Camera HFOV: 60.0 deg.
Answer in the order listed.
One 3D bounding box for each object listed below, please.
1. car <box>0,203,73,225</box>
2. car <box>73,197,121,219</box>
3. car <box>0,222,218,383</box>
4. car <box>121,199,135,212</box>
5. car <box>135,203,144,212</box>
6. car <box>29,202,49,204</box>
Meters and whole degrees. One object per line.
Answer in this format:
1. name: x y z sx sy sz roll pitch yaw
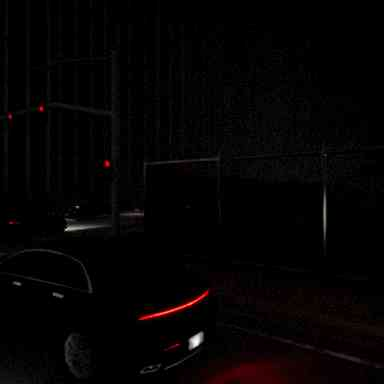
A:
1. car: -8.113 1.496 16.562 1.994 1.385 4.181 -1 0 12
2. car: -8.808 1.264 28.637 2.097 1.767 4.553 0 0 36
3. car: -1.920 1.499 5.362 4.892 1.490 1.837 0 0 36
4. car: -8.014 1.433 35.728 1.812 1.442 4.674 0 0 36
5. car: -3.343 1.460 36.257 2.033 1.411 5.357 0 0 35
6. car: -13.356 1.507 28.298 1.895 1.301 4.718 0 0 36
